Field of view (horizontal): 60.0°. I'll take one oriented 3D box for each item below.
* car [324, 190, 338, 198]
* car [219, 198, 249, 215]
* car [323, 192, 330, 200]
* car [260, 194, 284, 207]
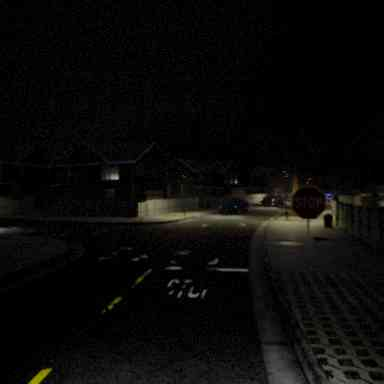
[{"bbox_3d":[26.904,0.696,64.772,2.150,2.045,5.566,0,0,33],"label":"car"},{"bbox_3d":[4.165,1.338,32.358,1.882,1.535,5.008,0,0,24],"label":"car"},{"bbox_3d":[21.459,1.184,56.391,1.895,1.301,4.718,0,0,33],"label":"car"},{"bbox_3d":[10.824,1.099,45.070,2.097,1.767,4.553,0,0,32],"label":"car"}]
